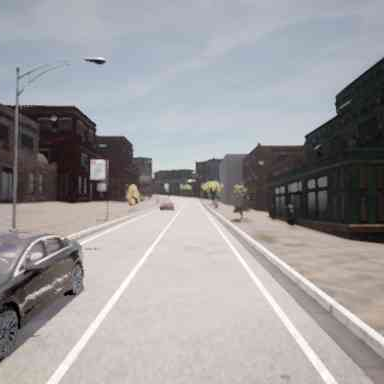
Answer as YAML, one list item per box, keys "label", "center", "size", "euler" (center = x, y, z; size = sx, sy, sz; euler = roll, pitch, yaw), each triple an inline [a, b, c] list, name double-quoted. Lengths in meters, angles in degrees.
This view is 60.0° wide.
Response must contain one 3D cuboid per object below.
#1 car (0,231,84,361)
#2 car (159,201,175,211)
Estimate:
- label: "car"
  center: [-3.434, 1.531, 5.988]
  size: [2.128, 1.511, 4.902]
  euler: [0, 0, 0]
- label: "car"
  center: [-3.546, 1.970, 47.713]
  size: [1.994, 1.385, 4.181]
  euler: [0, -1, 0]
